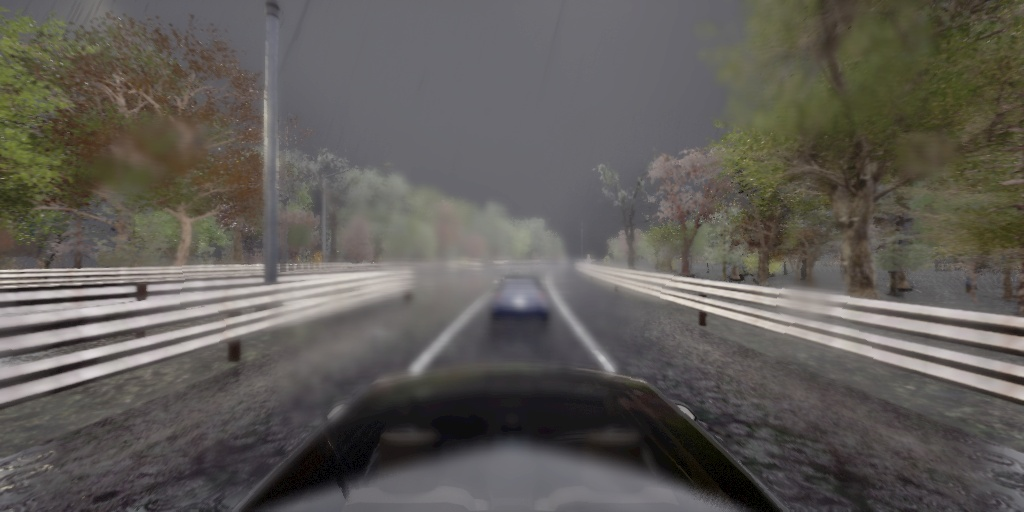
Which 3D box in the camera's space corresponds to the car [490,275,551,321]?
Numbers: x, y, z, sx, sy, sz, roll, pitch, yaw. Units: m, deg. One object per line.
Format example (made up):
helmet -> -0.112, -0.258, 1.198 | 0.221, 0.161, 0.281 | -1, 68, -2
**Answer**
car -> 0.334, 1.378, 12.859 | 1.994, 1.385, 4.181 | 0, 0, 2
